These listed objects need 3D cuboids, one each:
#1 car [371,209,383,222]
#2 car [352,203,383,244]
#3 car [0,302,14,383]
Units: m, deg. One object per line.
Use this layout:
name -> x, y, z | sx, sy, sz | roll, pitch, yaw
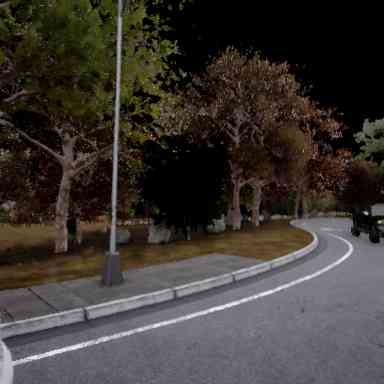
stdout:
car -> 23.689, 2.756, 39.293 | 4.181, 1.385, 1.994 | 2, -1, -13
car -> 10.481, 1.646, 18.260 | 2.150, 2.045, 5.566 | 2, -1, 12
car -> -3.839, 1.229, 1.275 | 5.566, 2.045, 2.150 | -1, 0, -36
